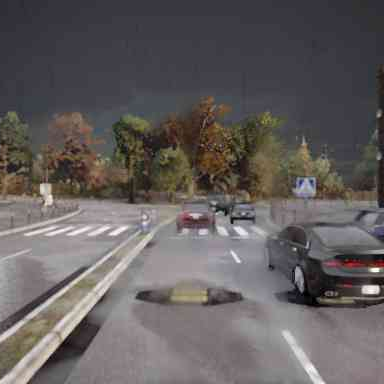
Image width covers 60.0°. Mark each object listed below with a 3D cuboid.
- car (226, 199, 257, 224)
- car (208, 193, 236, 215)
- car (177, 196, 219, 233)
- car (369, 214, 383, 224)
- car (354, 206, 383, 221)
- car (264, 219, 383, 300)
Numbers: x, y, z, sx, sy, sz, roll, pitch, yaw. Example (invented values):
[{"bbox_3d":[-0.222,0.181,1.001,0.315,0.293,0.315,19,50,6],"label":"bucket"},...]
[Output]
[{"bbox_3d":[3.827,1.505,24.783,2.033,1.411,5.357,0,0,9],"label":"car"},{"bbox_3d":[2.905,1.136,32.527,2.150,2.045,5.566,0,0,19],"label":"car"},{"bbox_3d":[0.319,1.324,19.506,2.097,1.767,4.553,0,0,3],"label":"car"},{"bbox_3d":[7.645,1.480,8.463,5.008,1.535,2.097,0,0,0],"label":"car"},{"bbox_3d":[7.608,1.349,11.225,4.553,1.767,2.185,0,0,0],"label":"car"},{"bbox_3d":[3.105,1.487,8.238,1.837,1.490,4.892,0,-1,0],"label":"car"}]
